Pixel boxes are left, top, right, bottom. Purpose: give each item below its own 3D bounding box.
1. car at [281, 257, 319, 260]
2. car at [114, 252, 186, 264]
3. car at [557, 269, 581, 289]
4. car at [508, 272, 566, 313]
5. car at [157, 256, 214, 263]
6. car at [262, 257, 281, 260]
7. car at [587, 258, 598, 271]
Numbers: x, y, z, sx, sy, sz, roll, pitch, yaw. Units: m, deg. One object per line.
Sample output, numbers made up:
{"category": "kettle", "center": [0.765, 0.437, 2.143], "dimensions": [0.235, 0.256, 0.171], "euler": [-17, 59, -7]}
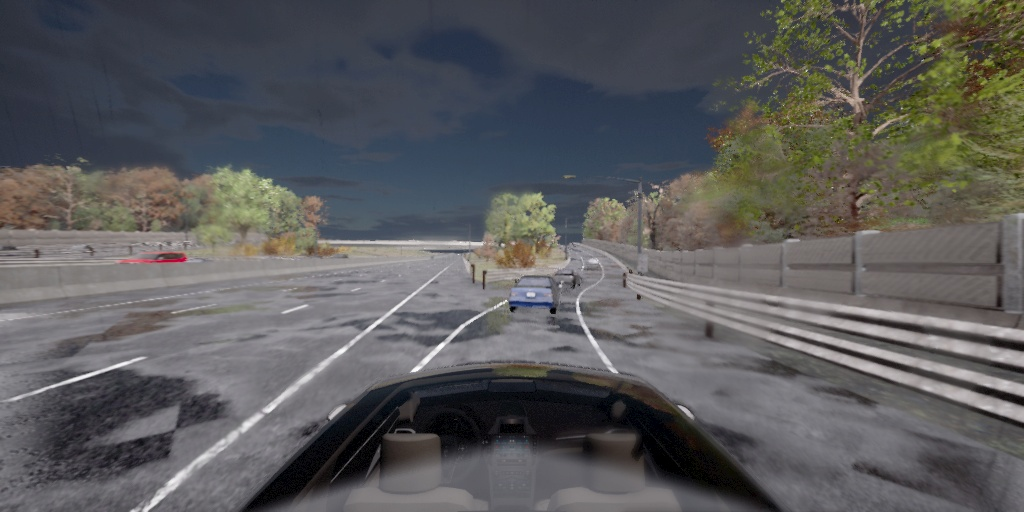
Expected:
{"category": "car", "center": [-28.610, 0.941, 48.638], "dimensions": [2.128, 1.511, 4.902], "euler": [1, 0, -7]}
{"category": "car", "center": [-29.590, 0.655, 29.678], "dimensions": [2.150, 2.045, 5.566], "euler": [1, 0, -7]}
{"category": "car", "center": [4.569, 1.831, 29.527], "dimensions": [2.128, 1.511, 4.902], "euler": [1, -1, 18]}
{"category": "car", "center": [1.092, 1.527, 15.325], "dimensions": [2.033, 1.411, 5.357], "euler": [1, -2, 9]}
{"category": "car", "center": [-26.043, 0.994, 29.523], "dimensions": [1.812, 1.442, 4.674], "euler": [1, 0, -8]}
{"category": "car", "center": [-32.012, 0.905, 47.678], "dimensions": [2.128, 1.511, 4.902], "euler": [1, 0, -7]}
{"category": "car", "center": [13.774, 1.704, 61.246], "dimensions": [2.128, 1.511, 4.902], "euler": [1, 2, 13]}
